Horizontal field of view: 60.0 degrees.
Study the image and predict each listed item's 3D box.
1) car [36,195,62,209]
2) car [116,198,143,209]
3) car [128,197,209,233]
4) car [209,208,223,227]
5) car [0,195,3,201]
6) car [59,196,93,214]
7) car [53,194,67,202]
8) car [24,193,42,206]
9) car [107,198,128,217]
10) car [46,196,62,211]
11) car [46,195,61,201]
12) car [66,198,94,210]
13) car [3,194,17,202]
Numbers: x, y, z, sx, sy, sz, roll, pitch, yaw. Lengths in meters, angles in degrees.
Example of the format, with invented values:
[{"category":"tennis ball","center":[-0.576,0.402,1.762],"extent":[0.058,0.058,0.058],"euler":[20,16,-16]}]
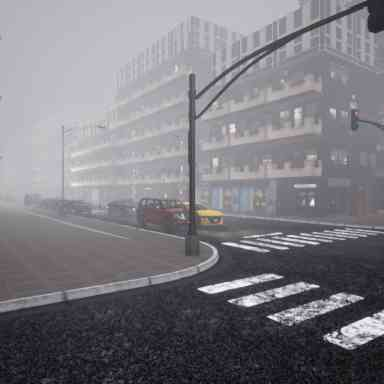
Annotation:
[{"category":"car","center":[-18.171,1.436,42.615],"extent":[1.947,1.339,4.313],"euler":[0,0,-36]},{"category":"car","center":[-8.061,1.465,42.940],"extent":[1.802,1.307,4.206],"euler":[0,0,-36]},{"category":"car","center":[-1.563,1.264,19.670],"extent":[2.192,1.841,5.009],"euler":[0,0,-36]},{"category":"car","center":[-0.024,1.423,21.957],"extent":[1.882,1.535,5.008],"euler":[0,0,-36]},{"category":"car","center":[-41.421,1.269,74.733],"extent":[1.967,1.590,4.097],"euler":[0,0,-36]},{"category":"car","center":[-11.528,1.444,33.436],"extent":[1.887,1.381,4.507],"euler":[0,0,-36]},{"category":"car","center":[-27.989,1.269,70.471],"extent":[1.967,1.590,4.097],"euler":[0,0,-36]},{"category":"car","center":[-24.813,1.162,51.791],"extent":[2.192,1.841,5.009],"euler":[0,0,-36]},{"category":"car","center":[-6.180,1.405,30.460],"extent":[2.128,1.511,4.902],"euler":[0,0,-36]},{"category":"car","center":[-14.850,1.451,38.025],"extent":[1.947,1.339,4.313],"euler":[0,0,-36]},{"category":"car","center":[-31.309,1.379,75.058],"extent":[2.008,1.369,4.403],"euler":[0,0,-36]},{"category":"car","center":[-13.925,1.480,41.197],"extent":[1.895,1.301,4.718],"euler":[0,0,-36]},{"category":"car","center":[-38.099,1.412,70.146],"extent":[1.802,1.307,4.206],"euler":[0,0,-36]}]
